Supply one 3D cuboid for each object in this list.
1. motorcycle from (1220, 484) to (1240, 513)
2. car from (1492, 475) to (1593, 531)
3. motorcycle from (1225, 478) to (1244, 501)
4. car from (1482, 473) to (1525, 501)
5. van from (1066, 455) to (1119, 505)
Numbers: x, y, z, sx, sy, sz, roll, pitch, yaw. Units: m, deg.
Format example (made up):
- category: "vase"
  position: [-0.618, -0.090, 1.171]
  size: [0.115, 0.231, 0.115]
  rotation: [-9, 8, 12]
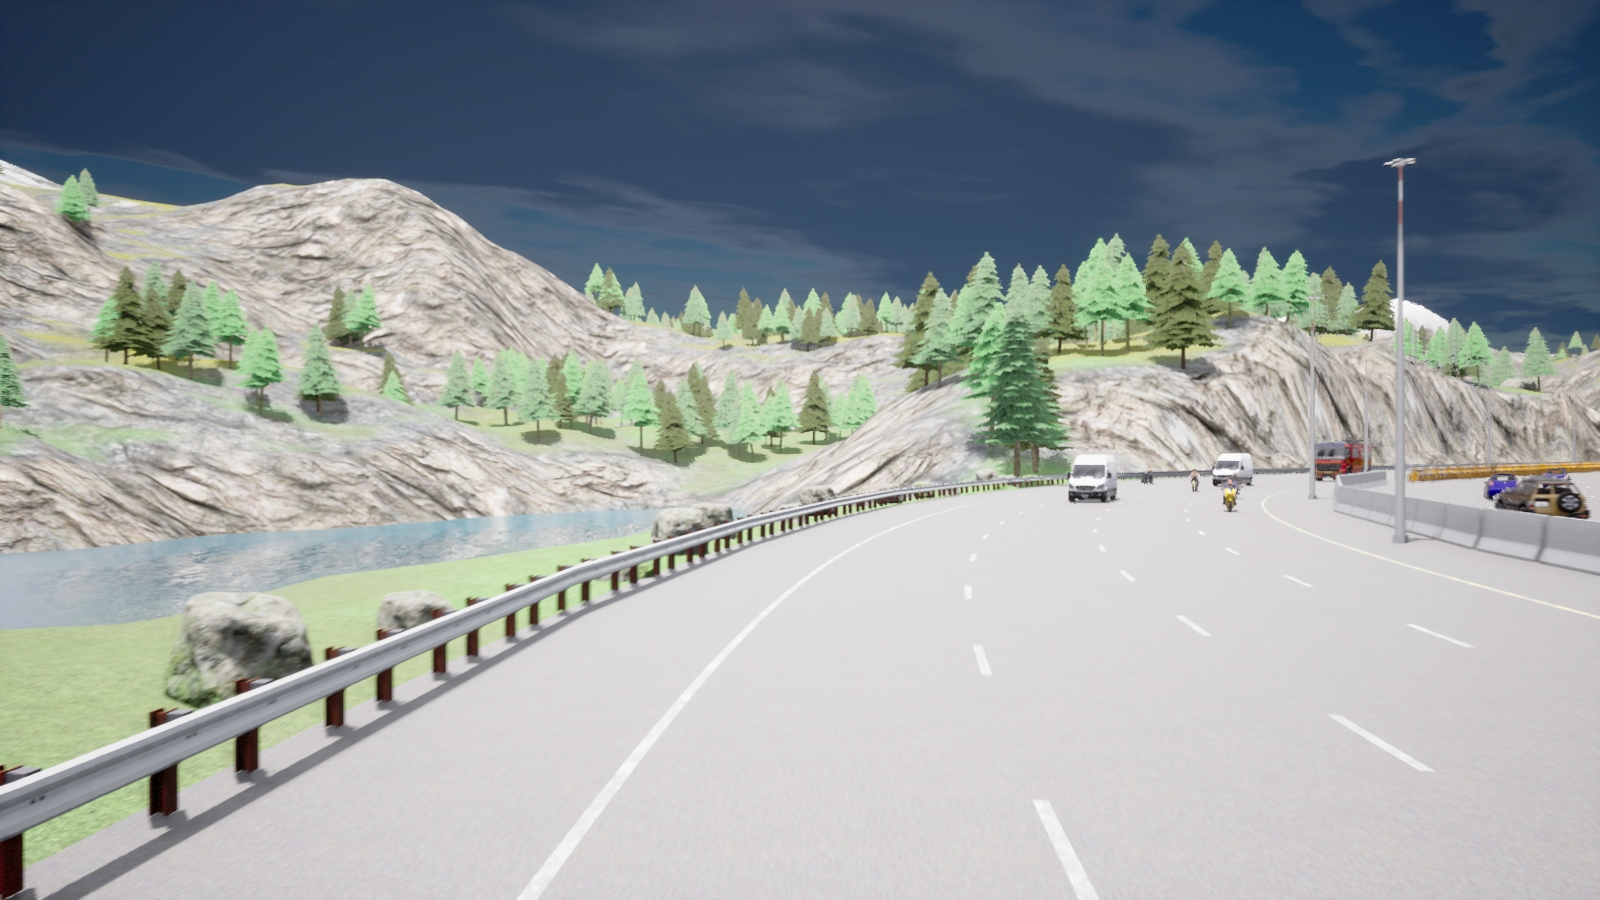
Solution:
- category: "motorcycle"
  position: [19.483, 2.203, 51.799]
  size: [0.803, 1.217, 2.033]
  rotation: [0, 0, 19]
- category: "car"
  position: [27.460, 1.901, 42.422]
  size: [1.932, 1.855, 4.605]
  rotation: [0, 0, 17]
- category: "motorcycle"
  position: [24.982, 2.239, 65.639]
  size: [0.867, 1.251, 2.209]
  rotation: [0, 0, 24]
- category: "car"
  position: [40.414, 2.093, 65.682]
  size: [1.845, 1.501, 3.633]
  rotation: [0, 0, 28]
- category: "van"
  position: [16.035, 1.556, 62.477]
  size: [1.988, 2.561, 5.915]
  rotation: [0, 0, 22]
